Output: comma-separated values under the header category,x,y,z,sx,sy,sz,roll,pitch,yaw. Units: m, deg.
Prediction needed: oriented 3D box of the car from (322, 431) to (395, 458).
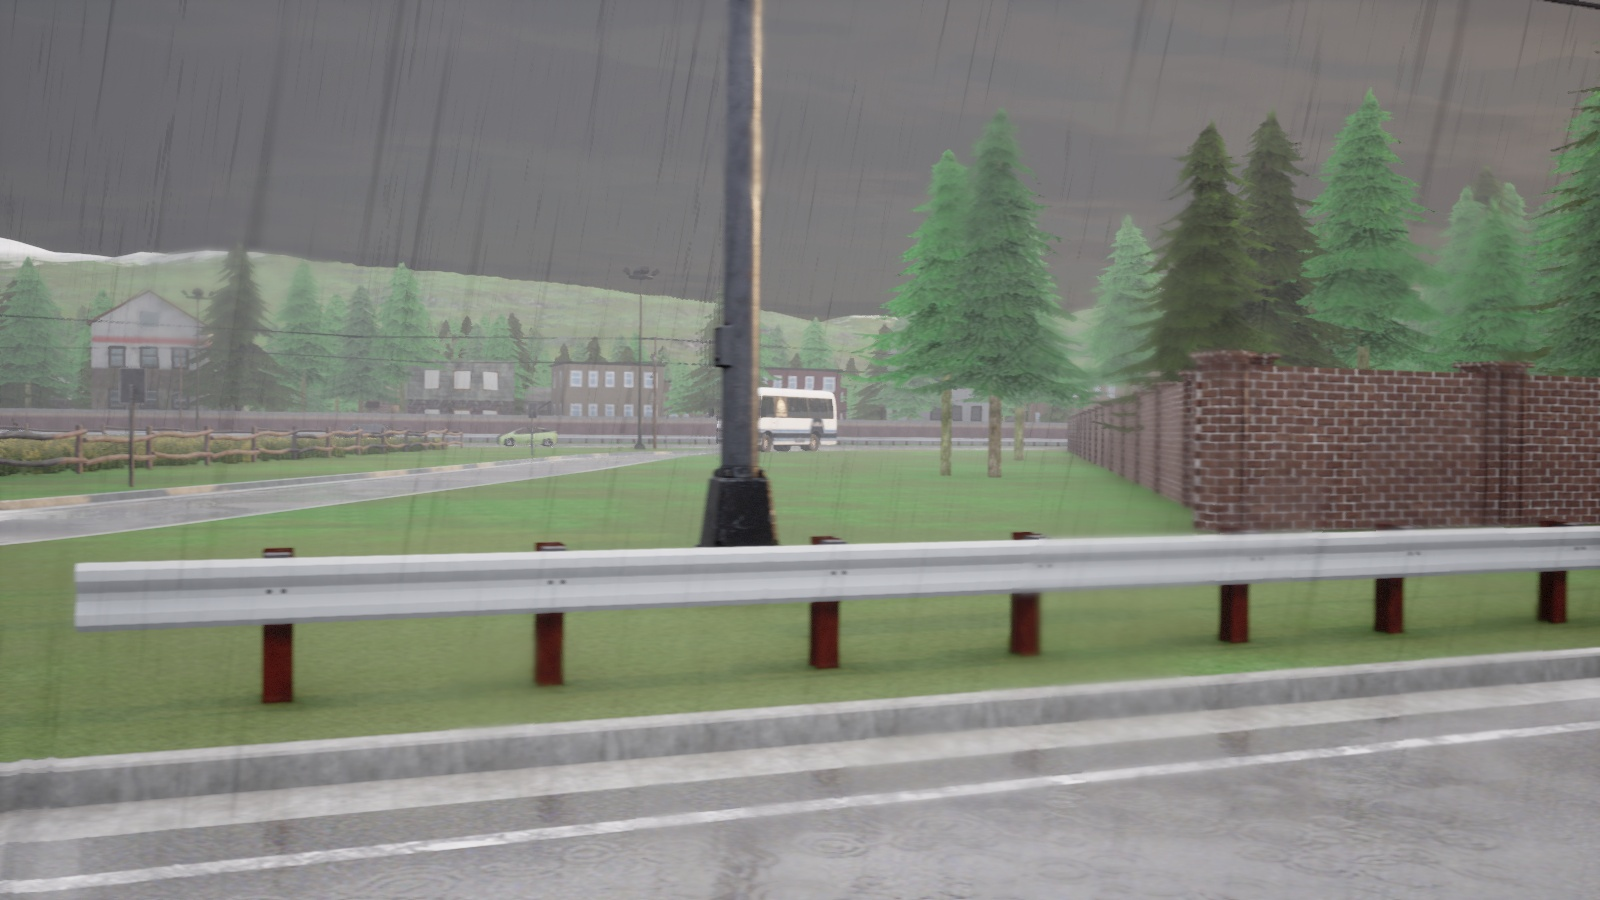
category,x,y,z,sx,sy,sz,roll,pitch,yaw
car,-29.461,-0.389,83.831,4.553,1.767,2.097,-1,1,-21

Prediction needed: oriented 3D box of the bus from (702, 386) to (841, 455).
category,x,y,z,sx,sy,sz,roll,pitch,yaw
bus,-1.718,-1.905,82.653,3.944,4.253,10.273,0,1,33

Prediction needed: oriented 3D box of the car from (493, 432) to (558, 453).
category,x,y,z,sx,sy,sz,roll,pitch,yaw
car,-20.654,-0.572,94.603,4.514,1.525,2.007,-1,1,-21
